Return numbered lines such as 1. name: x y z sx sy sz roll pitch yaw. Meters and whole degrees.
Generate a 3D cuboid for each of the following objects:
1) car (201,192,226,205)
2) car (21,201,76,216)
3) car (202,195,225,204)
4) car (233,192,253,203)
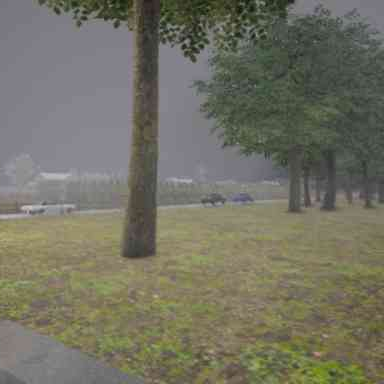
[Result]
1. car: 3.695 1.116 56.355 2.150 2.045 5.566 -1 -1 35
2. car: -13.553 1.512 31.841 1.895 1.301 4.718 -1 -1 35
3. car: 4.041 1.417 61.713 1.882 1.535 5.008 -1 -1 35
4. car: 10.009 1.095 65.432 2.150 2.045 5.566 -1 -1 35
